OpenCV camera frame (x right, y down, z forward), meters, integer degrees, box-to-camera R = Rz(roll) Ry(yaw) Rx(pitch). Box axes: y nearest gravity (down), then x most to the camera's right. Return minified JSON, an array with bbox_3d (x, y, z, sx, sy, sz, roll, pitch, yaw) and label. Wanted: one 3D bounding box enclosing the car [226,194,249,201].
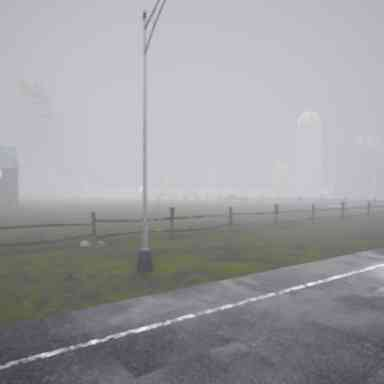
[{"bbox_3d":[8.931,1.103,65.309,1.895,1.301,4.718,-1,1,-35],"label":"car"}]
